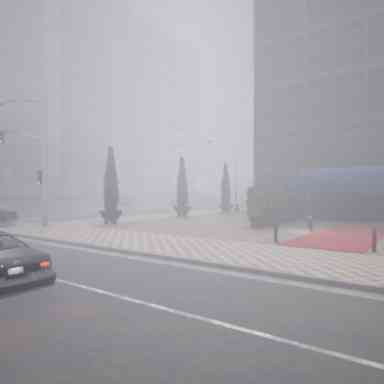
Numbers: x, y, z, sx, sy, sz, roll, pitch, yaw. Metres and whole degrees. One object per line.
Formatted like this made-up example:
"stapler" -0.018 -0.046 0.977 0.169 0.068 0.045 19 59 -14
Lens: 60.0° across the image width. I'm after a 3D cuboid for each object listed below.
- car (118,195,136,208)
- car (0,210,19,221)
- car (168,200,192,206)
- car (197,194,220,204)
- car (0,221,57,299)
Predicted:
"car" -9.900 1.297 45.634 2.097 1.767 4.553 0 0 36
"car" -13.766 1.563 21.651 1.895 1.301 4.718 0 0 17
"car" -1.787 1.514 50.870 1.994 1.385 4.181 0 0 36
"car" 2.865 1.545 63.130 1.895 1.301 4.718 0 0 36
"car" -5.363 1.533 7.770 5.357 1.411 2.033 0 0 36
